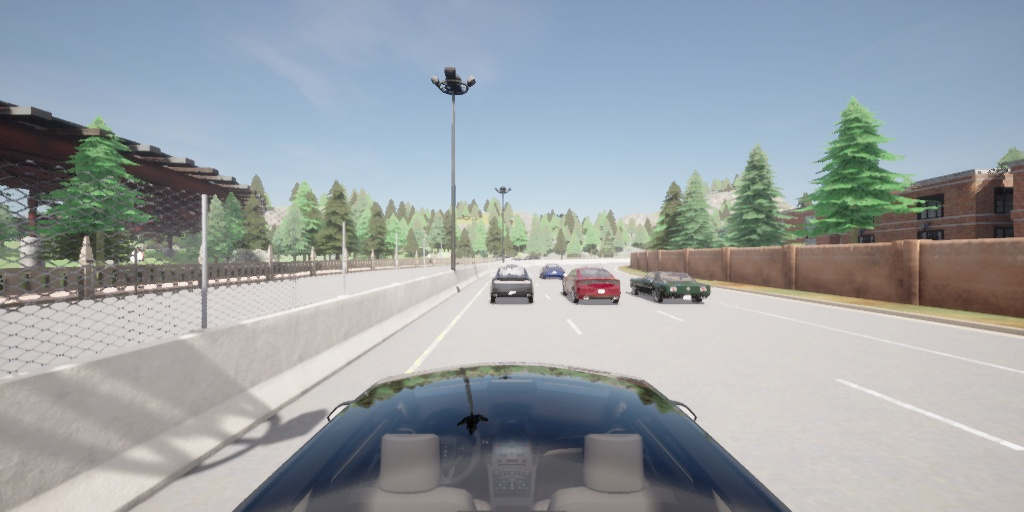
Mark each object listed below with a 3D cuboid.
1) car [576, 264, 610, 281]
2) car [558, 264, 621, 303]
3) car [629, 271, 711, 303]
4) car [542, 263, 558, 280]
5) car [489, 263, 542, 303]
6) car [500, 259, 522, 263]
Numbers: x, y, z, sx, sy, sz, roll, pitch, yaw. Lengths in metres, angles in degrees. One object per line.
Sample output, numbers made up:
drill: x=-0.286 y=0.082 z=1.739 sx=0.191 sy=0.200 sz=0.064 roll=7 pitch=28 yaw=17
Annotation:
car: x=7.000 y=1.364 z=31.530 sx=1.895 sy=1.301 sz=4.718 roll=0 pitch=0 yaw=0
car: x=3.500 y=1.232 z=16.500 sx=1.882 sy=1.535 sz=5.008 roll=0 pitch=0 yaw=0
car: x=7.000 y=1.364 z=16.530 sx=1.895 sy=1.301 sz=4.718 roll=0 pitch=0 yaw=0
car: x=3.500 y=1.320 z=31.500 sx=1.994 sy=1.385 sz=4.181 roll=0 pitch=0 yaw=0
car: x=0.000 y=1.242 z=16.500 sx=2.128 sy=1.511 sz=4.902 roll=0 pitch=0 yaw=0
car: x=0.000 y=1.280 z=31.500 sx=1.812 sy=1.442 sz=4.674 roll=0 pitch=0 yaw=0
